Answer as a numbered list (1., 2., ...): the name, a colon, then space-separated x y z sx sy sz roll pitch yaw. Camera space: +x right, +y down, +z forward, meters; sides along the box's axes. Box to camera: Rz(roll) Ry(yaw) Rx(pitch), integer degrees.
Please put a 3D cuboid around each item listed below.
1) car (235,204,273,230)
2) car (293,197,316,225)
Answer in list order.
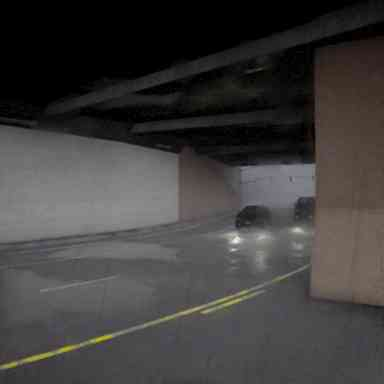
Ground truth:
1. car: 4.325 1.641 22.711 1.882 1.535 5.008 0 0 21
2. car: 9.148 1.382 25.826 2.150 2.045 5.566 0 0 18
